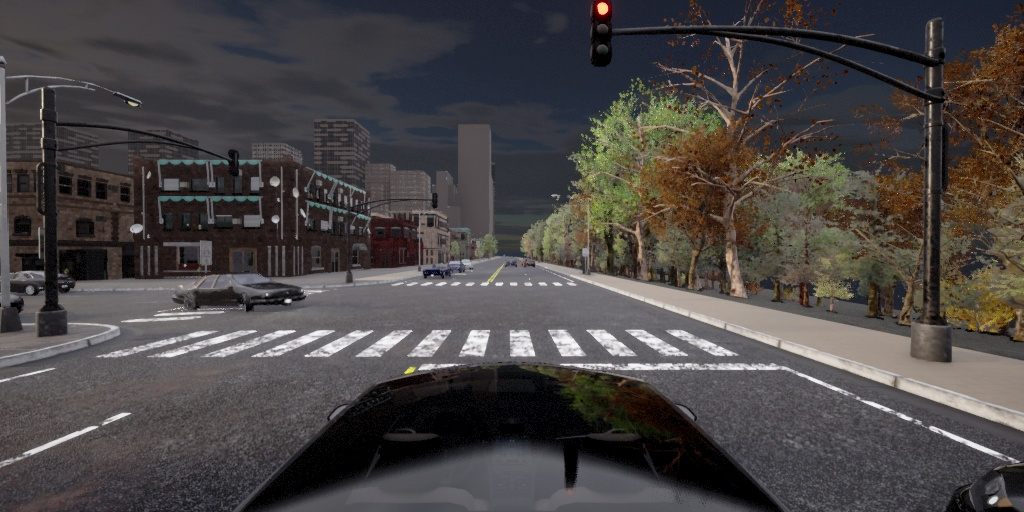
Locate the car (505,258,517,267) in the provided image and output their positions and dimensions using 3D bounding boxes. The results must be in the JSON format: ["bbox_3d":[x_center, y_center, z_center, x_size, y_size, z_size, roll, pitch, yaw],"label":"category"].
[{"bbox_3d":[-0.194,1.078,64.006,2.097,1.767,4.553,0,0,0],"label":"car"}]

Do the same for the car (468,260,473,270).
[{"bbox_3d":[-6.817,1.257,53.326,1.812,1.442,4.674,0,0,0],"label":"car"}]

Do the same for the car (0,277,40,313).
[{"bbox_3d":[-19.996,1.565,12.507,4.313,1.339,1.948,0,0,0],"label":"car"}]

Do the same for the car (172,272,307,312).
[{"bbox_3d":[-10.826,1.365,14.176,5.357,1.411,2.033,-2,0,19],"label":"car"}]

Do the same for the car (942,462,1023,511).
[{"bbox_3d":[3.363,1.314,0.183,1.994,1.385,4.181,0,0,-1],"label":"car"}]

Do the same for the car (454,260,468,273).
[{"bbox_3d":[-6.780,1.261,43.056,1.812,1.442,4.674,0,0,0],"label":"car"}]

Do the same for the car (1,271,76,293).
[{"bbox_3d":[-28.369,1.560,20.980,4.403,1.370,2.007,0,0,0],"label":"car"}]

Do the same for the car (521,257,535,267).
[{"bbox_3d":[3.062,1.231,63.222,1.837,1.490,4.892,0,0,0],"label":"car"}]

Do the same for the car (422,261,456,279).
[{"bbox_3d":[-6.736,1.341,32.885,1.895,1.301,4.718,0,0,2],"label":"car"}]
